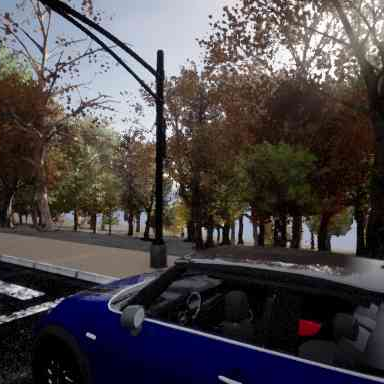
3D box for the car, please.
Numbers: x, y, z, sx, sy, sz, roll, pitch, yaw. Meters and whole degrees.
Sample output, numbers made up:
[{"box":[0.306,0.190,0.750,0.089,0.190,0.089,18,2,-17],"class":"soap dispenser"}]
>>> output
[{"box":[0.409,1.352,3.364,4.553,1.767,2.097,0,0,34],"class":"car"}]
